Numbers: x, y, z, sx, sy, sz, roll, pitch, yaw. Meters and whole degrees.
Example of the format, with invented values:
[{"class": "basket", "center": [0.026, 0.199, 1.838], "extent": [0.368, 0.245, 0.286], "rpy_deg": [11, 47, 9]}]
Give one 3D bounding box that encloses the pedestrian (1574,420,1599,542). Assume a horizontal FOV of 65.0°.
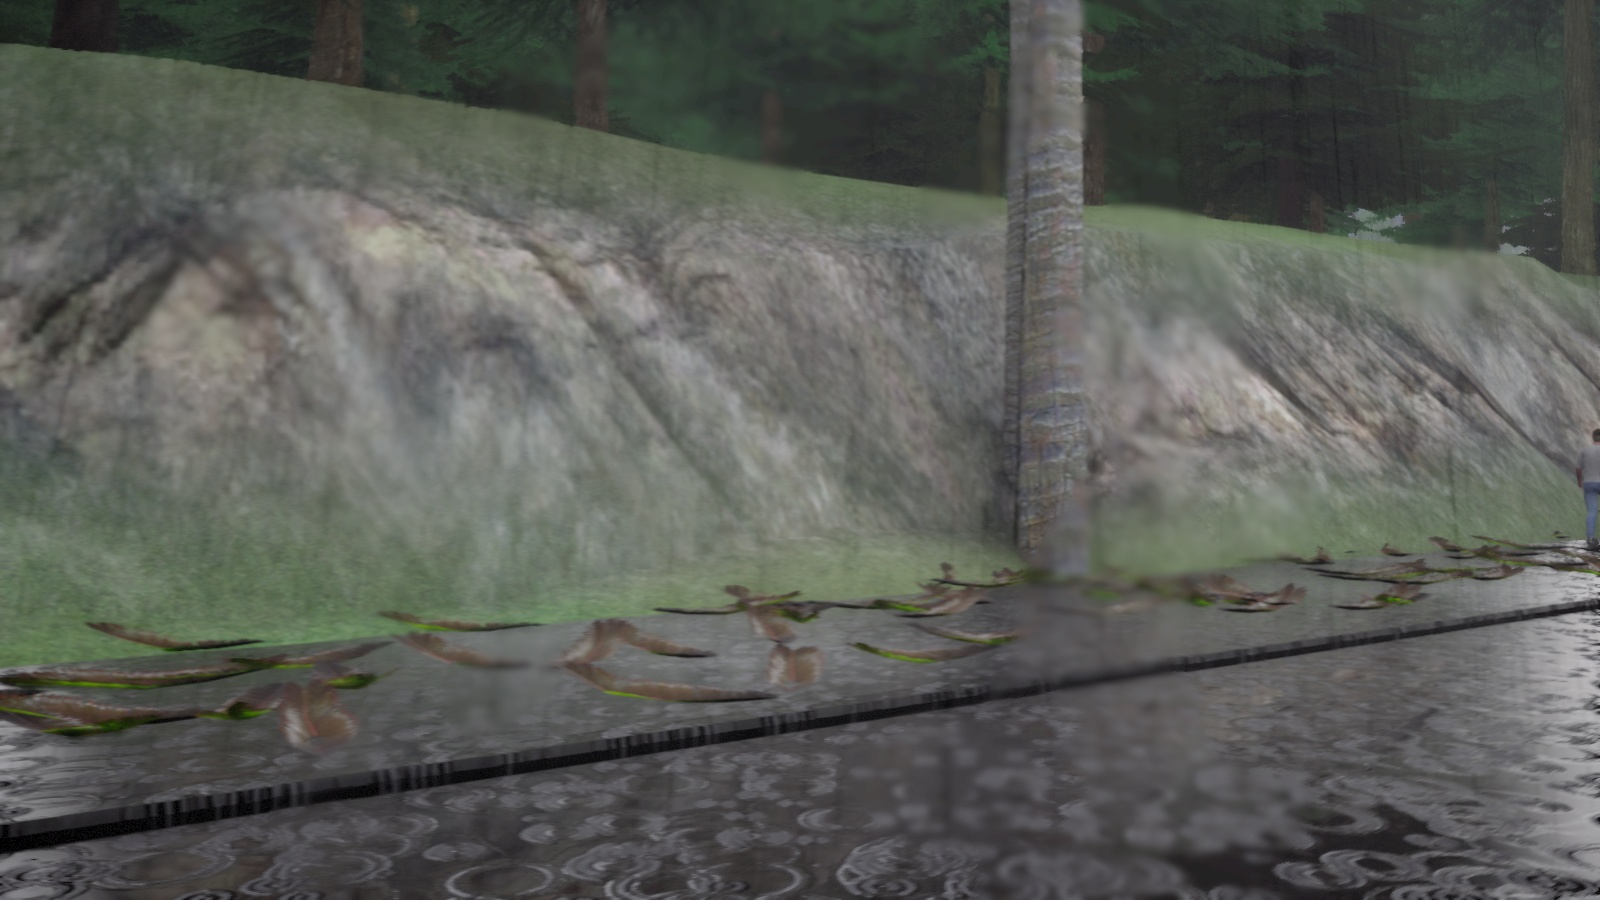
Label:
[{"class": "pedestrian", "center": [12.222, 0.466, 19.240], "extent": [0.706, 1.836, 0.354], "rpy_deg": [0, 0, -34]}]
